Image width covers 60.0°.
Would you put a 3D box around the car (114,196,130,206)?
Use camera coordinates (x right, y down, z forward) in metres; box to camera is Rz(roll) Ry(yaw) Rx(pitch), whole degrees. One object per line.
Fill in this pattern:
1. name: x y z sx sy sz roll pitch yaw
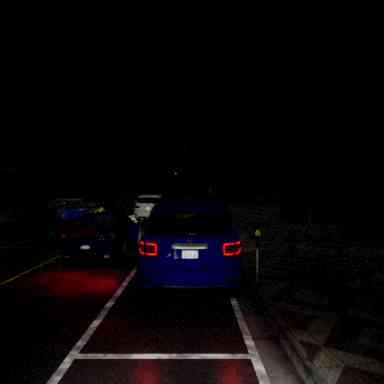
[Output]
1. car: -6.220 1.484 34.256 1.882 1.535 5.008 0 0 0

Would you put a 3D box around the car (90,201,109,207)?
1. car: -8.896 1.529 28.844 1.752 1.417 4.829 0 0 0

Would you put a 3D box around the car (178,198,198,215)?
1. car: -0.368 1.446 34.447 1.967 1.590 4.097 0 0 0

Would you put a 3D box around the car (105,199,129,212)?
1. car: -8.891 1.534 39.719 1.752 1.417 4.829 0 0 0

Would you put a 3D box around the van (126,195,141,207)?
1. van: -8.887 1.355 50.764 1.690 1.788 3.998 0 0 0

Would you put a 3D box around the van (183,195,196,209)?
1. van: -0.364 1.353 45.322 1.690 1.788 3.998 0 0 0

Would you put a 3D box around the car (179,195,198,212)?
1. car: -0.366 1.324 39.885 2.192 1.841 5.009 0 0 0

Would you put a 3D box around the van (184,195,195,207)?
1. van: -0.361 1.355 50.760 1.690 1.788 3.998 0 0 0

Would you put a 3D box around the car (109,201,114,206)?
1. car: -8.893 1.572 34.451 1.947 1.339 4.313 0 0 0

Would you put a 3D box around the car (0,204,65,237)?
1. car: -8.900 1.567 18.138 1.947 1.339 4.313 0 0 0

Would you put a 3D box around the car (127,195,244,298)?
1. car: -0.035 1.220 8.679 2.150 2.045 5.566 0 0 0

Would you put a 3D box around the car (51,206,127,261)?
1. car: -3.141 1.478 12.279 1.882 1.535 5.008 0 0 0

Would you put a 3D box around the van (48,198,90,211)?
1. van: -8.898 1.344 23.576 1.690 1.788 3.998 0 0 0

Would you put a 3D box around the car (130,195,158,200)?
1. car: -3.054 1.224 25.922 2.150 2.045 5.566 0 0 0

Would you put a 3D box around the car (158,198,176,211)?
1. car: -3.046 1.514 41.891 1.837 1.490 4.892 0 0 0

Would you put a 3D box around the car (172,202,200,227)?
1. car: -0.373 1.528 23.742 1.752 1.417 4.829 0 0 0
